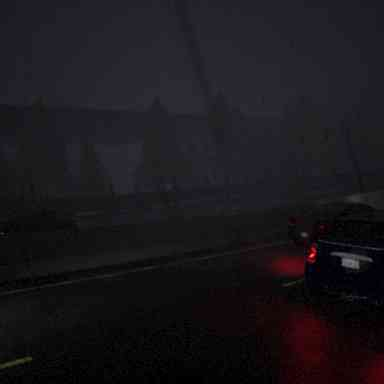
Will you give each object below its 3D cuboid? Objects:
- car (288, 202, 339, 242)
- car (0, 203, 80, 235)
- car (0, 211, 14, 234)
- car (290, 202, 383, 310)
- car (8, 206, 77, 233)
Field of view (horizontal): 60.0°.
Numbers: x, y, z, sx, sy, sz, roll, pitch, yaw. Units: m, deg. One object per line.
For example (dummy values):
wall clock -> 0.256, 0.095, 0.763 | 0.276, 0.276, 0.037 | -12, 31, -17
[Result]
car -> 5.577, 1.081, 12.017 | 5.008, 1.535, 1.882 | -3, 2, -36
car -> -9.366, 1.489, 18.798 | 5.357, 1.411, 2.033 | -2, 1, -35
car -> -8.610, 1.530, 10.735 | 4.674, 1.442, 1.812 | 0, 0, -36
car -> 4.433, 1.149, 6.899 | 4.553, 1.767, 2.097 | -3, 2, -35
car -> -7.682, 1.516, 15.700 | 4.181, 1.385, 1.994 | -2, 1, -35
